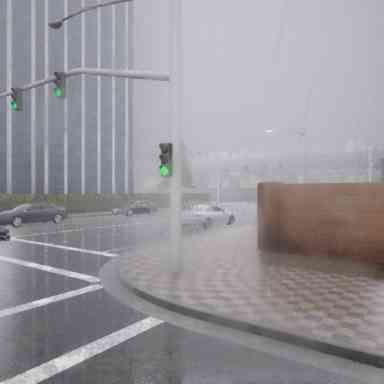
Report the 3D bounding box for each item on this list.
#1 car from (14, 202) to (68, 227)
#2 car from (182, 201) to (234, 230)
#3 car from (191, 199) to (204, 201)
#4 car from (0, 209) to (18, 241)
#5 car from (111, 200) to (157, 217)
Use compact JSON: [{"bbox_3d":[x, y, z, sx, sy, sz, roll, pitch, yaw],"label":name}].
[{"bbox_3d":[-11.008,1.505,22.940,1.837,1.490,4.892,0,0,35],"label":"car"},{"bbox_3d":[1.003,1.526,21.394,1.812,1.442,4.674,0,0,35],"label":"car"},{"bbox_3d":[0.480,1.564,39.072,1.994,1.385,4.181,0,0,35],"label":"car"},{"bbox_3d":[-9.757,1.547,12.268,2.033,1.411,5.357,0,0,35],"label":"car"},{"bbox_3d":[-5.298,1.492,30.968,2.128,1.511,4.902,0,0,35],"label":"car"}]
